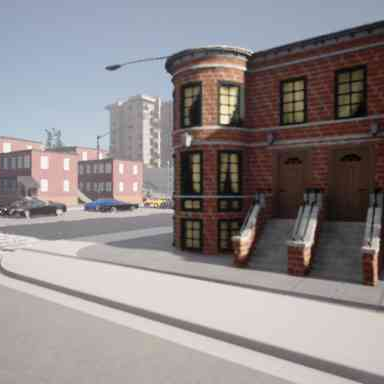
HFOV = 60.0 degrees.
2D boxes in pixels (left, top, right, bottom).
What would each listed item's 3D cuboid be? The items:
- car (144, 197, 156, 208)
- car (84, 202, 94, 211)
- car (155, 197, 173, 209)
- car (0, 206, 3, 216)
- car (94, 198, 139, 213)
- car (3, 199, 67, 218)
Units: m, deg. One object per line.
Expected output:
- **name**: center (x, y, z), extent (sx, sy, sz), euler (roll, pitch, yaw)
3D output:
- **car**: center (-4.854, 1.487, 48.187), extent (1.882, 1.535, 5.008), euler (0, 0, 36)
- **car**: center (-10.637, 1.481, 40.117), extent (1.882, 1.535, 5.008), euler (0, 0, 35)
- **car**: center (-2.390, 1.515, 45.621), extent (1.837, 1.490, 4.892), euler (0, 0, 36)
- **car**: center (-16.340, 1.502, 32.129), extent (1.837, 1.490, 4.892), euler (0, 0, 35)
- **car**: center (-8.231, 1.603, 37.460), extent (1.895, 1.301, 4.718), euler (0, 0, 36)
- **car**: center (-13.658, 1.490, 29.850), extent (2.128, 1.511, 4.902), euler (0, 0, 36)
